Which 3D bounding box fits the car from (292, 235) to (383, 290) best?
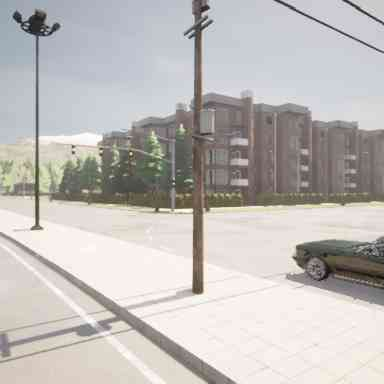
[{"bbox_3d":[4.731,1.601,7.643,1.895,1.301,4.718,0,0,-36],"label":"car"}]
